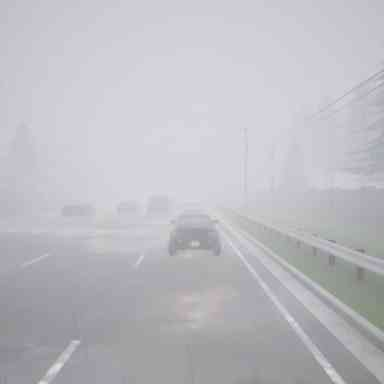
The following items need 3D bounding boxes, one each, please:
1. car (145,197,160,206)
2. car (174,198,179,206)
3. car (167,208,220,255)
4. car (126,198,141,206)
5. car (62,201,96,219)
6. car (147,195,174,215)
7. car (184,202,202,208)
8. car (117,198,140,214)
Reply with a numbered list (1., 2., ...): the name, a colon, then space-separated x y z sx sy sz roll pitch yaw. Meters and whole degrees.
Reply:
1. car: -6.901 1.702 59.034 2.128 1.511 4.902 0 0 0
2. car: -3.403 1.738 59.698 1.812 1.442 4.674 0 0 0
3. car: 0.101 1.574 13.486 1.812 1.442 4.674 0 0 0
4. car: -10.402 1.736 59.079 1.812 1.442 4.674 0 0 0
5. car: -10.400 1.588 30.956 1.882 1.535 5.008 0 0 0
6. car: -3.401 1.347 35.415 2.150 2.045 5.566 0 0 0
7. car: 0.099 1.728 35.591 1.895 1.301 4.718 0 0 0
8. car: -6.901 1.623 36.593 2.128 1.511 4.902 0 0 0
